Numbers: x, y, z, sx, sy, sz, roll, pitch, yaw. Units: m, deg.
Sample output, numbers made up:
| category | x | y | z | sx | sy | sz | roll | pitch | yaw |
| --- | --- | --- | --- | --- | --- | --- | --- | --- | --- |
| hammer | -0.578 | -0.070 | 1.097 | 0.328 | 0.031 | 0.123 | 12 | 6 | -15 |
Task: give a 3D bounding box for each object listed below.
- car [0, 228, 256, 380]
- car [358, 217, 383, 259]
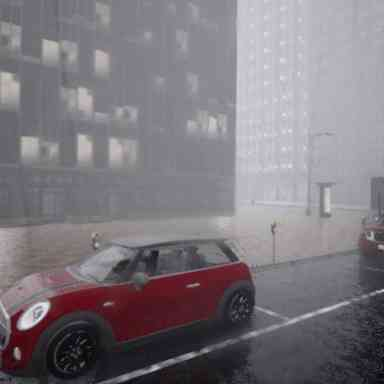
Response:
| category | x | y | z | sx | sy | sz | roll | pitch | yaw |
| --- | --- | --- | --- | --- | --- | --- | --- | --- | --- |
| car | -0.916 | 1.464 | 5.446 | 4.097 | 1.590 | 1.967 | 1 | 0 | -36 |
| car | 8.066 | 1.451 | 11.947 | 5.009 | 1.841 | 2.192 | 1 | 0 | -36 |
